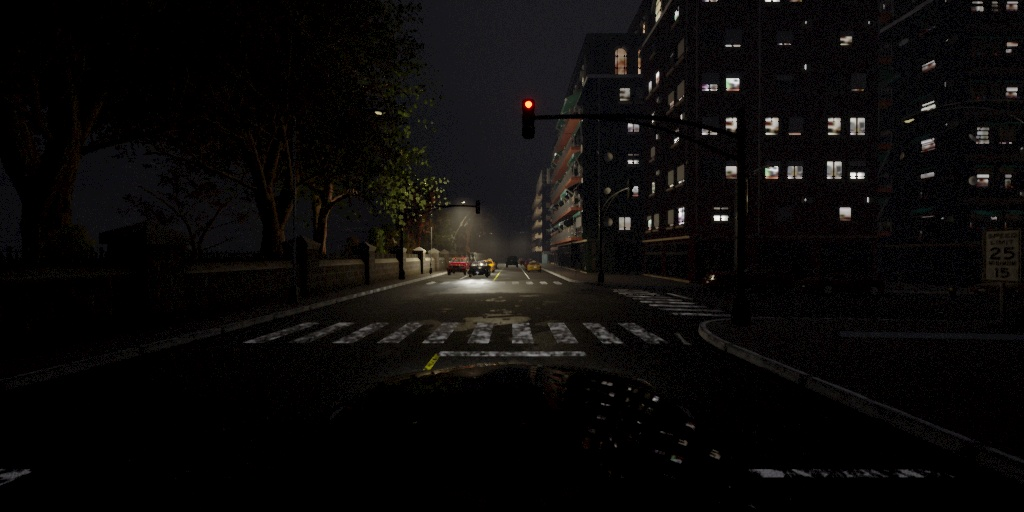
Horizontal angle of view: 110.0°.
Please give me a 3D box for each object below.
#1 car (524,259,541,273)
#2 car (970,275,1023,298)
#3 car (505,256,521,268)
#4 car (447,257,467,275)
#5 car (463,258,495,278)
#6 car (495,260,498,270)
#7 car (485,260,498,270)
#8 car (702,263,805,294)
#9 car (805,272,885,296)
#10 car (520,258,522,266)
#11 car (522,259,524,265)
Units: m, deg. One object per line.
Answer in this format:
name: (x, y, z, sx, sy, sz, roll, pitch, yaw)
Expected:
car: (2.707, 1.283, 44.481, 1.751, 1.417, 4.829, 0, 0, 0)
car: (31.523, 1.857, 22.233, 4.829, 1.417, 1.751, 0, 0, 0)
car: (0.025, 0.992, 63.707, 2.150, 2.045, 5.566, 0, 0, 0)
car: (-5.675, 1.069, 38.778, 2.192, 1.841, 5.009, 0, 0, 0)
car: (-3.074, 1.244, 34.718, 2.128, 1.511, 4.902, 0, 0, 0)
car: (-3.074, 1.235, 44.219, 1.882, 1.535, 5.008, 0, 0, 0)
car: (-3.068, 1.290, 54.398, 1.812, 1.442, 4.674, 0, 0, 0)
car: (14.607, 1.337, 22.186, 5.009, 1.841, 2.192, 0, 0, 0)
car: (20.302, 1.671, 22.202, 4.507, 1.381, 1.888, 0, 0, 0)
car: (2.711, 1.315, 55.382, 2.007, 1.370, 4.403, 0, 0, 0)
car: (2.709, 1.306, 49.846, 1.888, 1.381, 4.507, 0, 0, 0)
